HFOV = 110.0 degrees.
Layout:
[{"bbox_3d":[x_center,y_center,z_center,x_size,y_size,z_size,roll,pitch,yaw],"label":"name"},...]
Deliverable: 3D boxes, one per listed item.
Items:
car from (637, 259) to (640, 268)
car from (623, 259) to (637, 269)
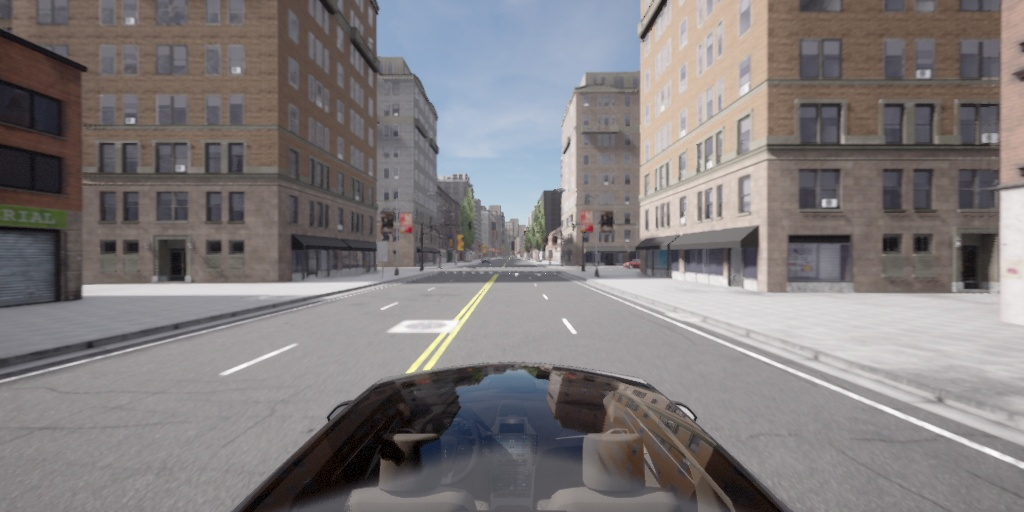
[{"bbox_3d":[18.878,1.317,46.202,4.313,1.339,1.948,0,0,0],"label":"car"},{"bbox_3d":[18.920,1.155,54.227,4.097,1.591,1.967,0,0,0],"label":"car"}]
